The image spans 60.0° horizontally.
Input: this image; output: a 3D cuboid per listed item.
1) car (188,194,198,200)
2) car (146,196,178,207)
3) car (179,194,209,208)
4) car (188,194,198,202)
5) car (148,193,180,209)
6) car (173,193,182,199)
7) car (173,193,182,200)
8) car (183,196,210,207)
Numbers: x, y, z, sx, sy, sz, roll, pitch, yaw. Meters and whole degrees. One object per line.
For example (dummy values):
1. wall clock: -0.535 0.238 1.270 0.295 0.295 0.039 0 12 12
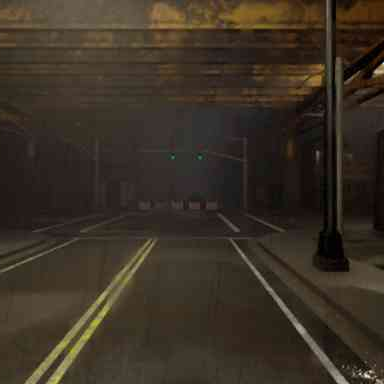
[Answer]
1. car: 0.147 0.949 67.447 1.853 1.218 4.536 0 0 0
2. car: -3.623 1.084 41.154 1.853 1.218 4.536 0 0 25
3. car: 0.516 1.243 40.800 2.038 1.542 4.974 0 0 -20
4. car: 0.148 1.107 67.396 2.038 1.542 4.974 0 0 0
5. car: -3.644 1.241 41.108 2.038 1.542 4.974 0 0 25
6. car: -3.284 0.905 75.969 1.853 1.218 4.536 0 0 0
7. car: -3.283 1.063 75.918 2.038 1.542 4.974 0 0 0
8. car: 0.498 1.085 40.848 1.853 1.218 4.536 0 0 -20
